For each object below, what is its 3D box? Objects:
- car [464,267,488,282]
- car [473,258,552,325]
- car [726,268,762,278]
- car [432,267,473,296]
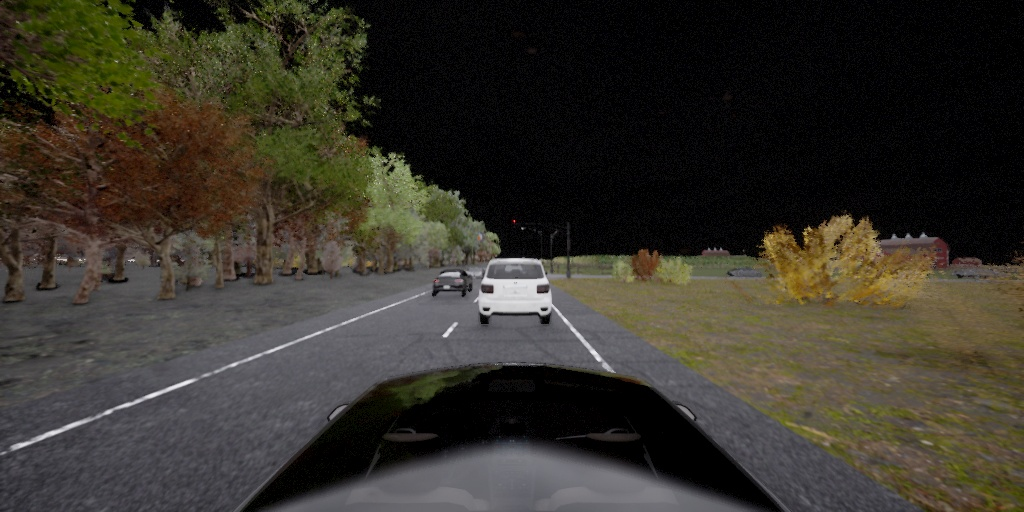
[{"bbox_3d":[-3.399,1.731,34.554,1.895,1.301,4.718,0,-1,0],"label":"car"},{"bbox_3d":[0.099,1.100,12.544,2.150,2.045,5.566,0,0,0],"label":"car"},{"bbox_3d":[31.626,2.256,49.009,4.181,1.385,1.994,1,-2,0],"label":"car"},{"bbox_3d":[-3.398,1.499,20.926,1.812,1.442,4.674,0,-1,0],"label":"car"}]
